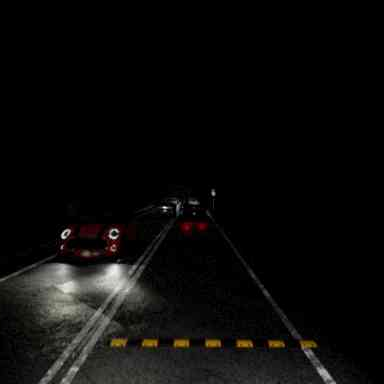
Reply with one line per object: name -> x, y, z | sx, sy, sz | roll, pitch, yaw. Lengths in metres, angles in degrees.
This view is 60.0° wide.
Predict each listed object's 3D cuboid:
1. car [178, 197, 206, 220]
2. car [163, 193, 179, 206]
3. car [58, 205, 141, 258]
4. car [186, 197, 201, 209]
car -> 0.180, 1.476, 28.404 | 2.128, 1.511, 4.902 | 0, 0, 0
car -> -3.246, 1.128, 51.503 | 2.150, 2.045, 5.566 | 0, 0, 0
car -> -3.302, 1.351, 12.675 | 2.097, 1.767, 4.553 | 0, 0, 0
car -> 0.190, 1.459, 44.933 | 1.812, 1.442, 4.674 | 0, 0, 0
